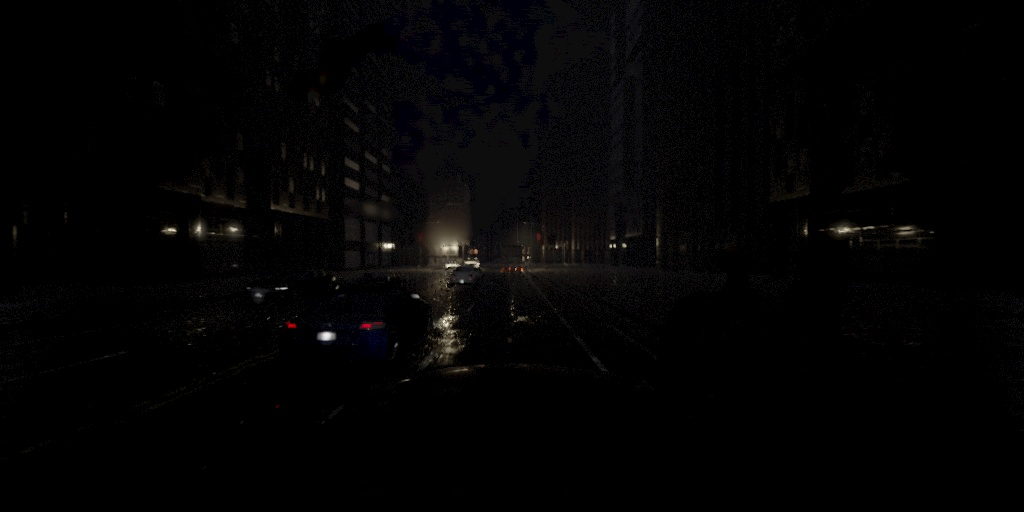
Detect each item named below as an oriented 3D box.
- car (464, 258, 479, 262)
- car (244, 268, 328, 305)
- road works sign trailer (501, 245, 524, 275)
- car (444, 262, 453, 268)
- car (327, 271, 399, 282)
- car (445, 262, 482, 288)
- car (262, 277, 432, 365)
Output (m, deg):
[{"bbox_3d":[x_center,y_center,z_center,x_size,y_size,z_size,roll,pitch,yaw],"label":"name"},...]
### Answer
[{"bbox_3d":[-6.539,1.322,58.743,2.150,2.045,5.566,0,0,1],"label":"car"},{"bbox_3d":[-9.848,1.304,16.440,2.128,1.511,4.902,0,0,0],"label":"car"},{"bbox_3d":[0.011,0.450,44.172,2.380,3.560,2.880,0,0,1],"label":"road works sign trailer"},{"bbox_3d":[-9.792,1.627,58.804,1.812,1.442,4.674,0,0,1],"label":"car"},{"bbox_3d":[-6.599,1.417,17.189,1.895,1.301,4.718,0,0,0],"label":"car"},{"bbox_3d":[-3.148,1.383,24.856,1.812,1.442,4.674,0,0,0],"label":"car"},{"bbox_3d":[-3.150,1.338,8.095,1.994,1.385,4.181,0,0,0],"label":"car"}]
